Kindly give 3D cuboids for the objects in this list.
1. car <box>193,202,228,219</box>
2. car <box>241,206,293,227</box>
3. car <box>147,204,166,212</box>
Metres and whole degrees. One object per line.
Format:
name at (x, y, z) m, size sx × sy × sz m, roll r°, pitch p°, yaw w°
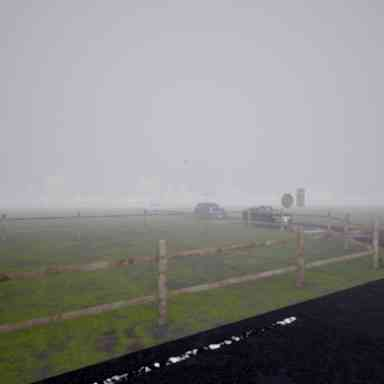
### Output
car at (1.878, 1.855, 34.560) m, size 2.097 × 1.767 × 4.553 m, roll 1°, pitch -1°, yaw -23°
car at (5.697, 1.810, 25.719) m, size 2.128 × 1.511 × 4.902 m, roll 1°, pitch -1°, yaw -23°
car at (-5.614, 2.465, 51.963) m, size 1.895 × 1.301 × 4.718 m, roll 1°, pitch -1°, yaw -23°
